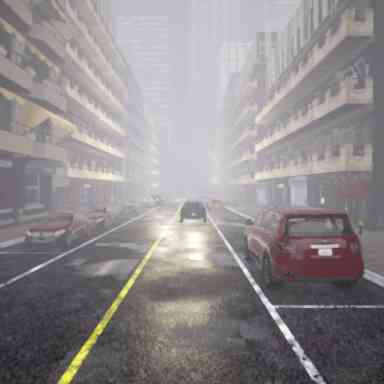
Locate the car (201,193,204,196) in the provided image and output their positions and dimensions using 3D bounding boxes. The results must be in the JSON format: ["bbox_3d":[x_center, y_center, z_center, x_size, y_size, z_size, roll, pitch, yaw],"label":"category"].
[{"bbox_3d":[2.661,1.264,48.267,1.967,1.590,4.097,-1,0,0],"label":"car"}]

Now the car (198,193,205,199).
[{"bbox_3d":[2.646,1.107,93.084,1.967,1.590,4.097,-1,0,0],"label":"car"}]

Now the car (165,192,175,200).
[{"bbox_3d":[-5.734,1.001,87.507,2.192,1.841,5.009,-1,0,0],"label":"car"}]

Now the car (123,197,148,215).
[{"bbox_3d":[-5.711,1.435,31.488,2.008,1.369,4.403,-1,0,0],"label":"car"}]

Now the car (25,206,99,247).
[{"bbox_3d":[-5.705,1.528,14.681,1.802,1.307,4.206,-1,0,0],"label":"car"}]

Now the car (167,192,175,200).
[{"bbox_3d":[-5.729,1.256,81.905,2.008,1.369,4.403,-1,0,0],"label":"car"}]

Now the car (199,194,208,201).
[{"bbox_3d":[2.653,1.276,76.279,2.008,1.369,4.403,-1,0,0],"label":"car"}]

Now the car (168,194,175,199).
[{"bbox_3d":[-5.732,1.248,93.110,1.802,1.307,4.206,-1,0,0],"label":"car"}]

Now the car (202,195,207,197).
[{"bbox_3d":[2.665,1.410,42.666,1.947,1.339,4.313,-1,0,0],"label":"car"}]

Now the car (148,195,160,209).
[{"bbox_3d":[-5.715,1.395,42.692,2.008,1.369,4.403,-1,0,0],"label":"car"}]

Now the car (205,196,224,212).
[{"bbox_3d":[2.667,1.389,37.234,1.752,1.417,4.829,-1,0,0],"label":"car"}]

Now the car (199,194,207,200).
[{"bbox_3d":[2.651,1.230,82.050,1.752,1.417,4.829,-1,0,0],"label":"car"}]

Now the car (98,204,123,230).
[{"bbox_3d":[-5.707,1.507,20.284,1.802,1.307,4.206,-1,0,0],"label":"car"}]

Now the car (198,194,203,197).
[{"bbox_3d":[0.084,1.399,45.259,1.994,1.385,4.181,0,0,0],"label":"car"}]

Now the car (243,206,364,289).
[{"bbox_3d":[2.674,1.282,9.053,2.192,1.841,5.009,-1,0,0],"label":"car"}]

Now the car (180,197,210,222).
[{"bbox_3d":[0.090,1.385,25.223,1.882,1.535,5.008,0,0,0],"label":"car"}]

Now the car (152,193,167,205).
[{"bbox_3d":[-5.722,1.119,53.895,2.192,1.841,5.009,-1,0,0],"label":"car"}]
